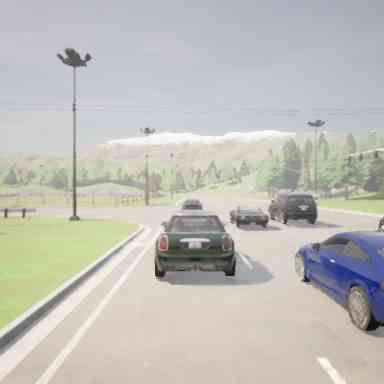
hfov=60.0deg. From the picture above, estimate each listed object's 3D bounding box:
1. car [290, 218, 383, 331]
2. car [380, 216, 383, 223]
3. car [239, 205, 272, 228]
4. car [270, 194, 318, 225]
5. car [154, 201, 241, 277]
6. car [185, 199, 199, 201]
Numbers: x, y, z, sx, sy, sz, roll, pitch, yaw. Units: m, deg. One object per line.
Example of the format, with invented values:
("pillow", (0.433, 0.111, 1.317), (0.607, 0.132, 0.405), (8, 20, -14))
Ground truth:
("car", (3.579, 1.505, 6.677), (1.812, 1.442, 4.674), (0, 0, 0))
("car", (10.558, 1.306, 15.066), (2.097, 1.767, 4.553), (0, 0, 0))
("car", (3.540, 1.539, 21.556), (1.895, 1.301, 4.718), (0, 0, 0))
("car", (7.035, 1.155, 23.630), (2.150, 2.045, 5.566), (0, 0, 0))
("car", (0.072, 1.322, 10.275), (2.097, 1.767, 4.553), (0, 0, 0))
("car", (0.016, 1.417, 30.943), (1.837, 1.490, 4.892), (0, 0, 0))
